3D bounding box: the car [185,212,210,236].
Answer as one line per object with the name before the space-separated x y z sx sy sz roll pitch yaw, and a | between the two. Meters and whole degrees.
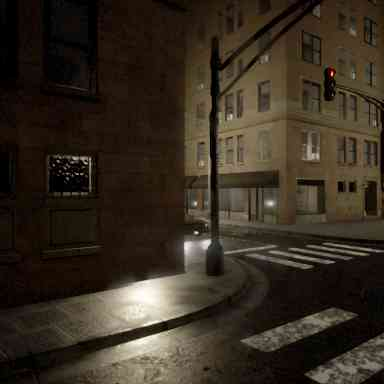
car | -1.339 1.519 17.721 2.033 1.411 5.357 0 0 -36
